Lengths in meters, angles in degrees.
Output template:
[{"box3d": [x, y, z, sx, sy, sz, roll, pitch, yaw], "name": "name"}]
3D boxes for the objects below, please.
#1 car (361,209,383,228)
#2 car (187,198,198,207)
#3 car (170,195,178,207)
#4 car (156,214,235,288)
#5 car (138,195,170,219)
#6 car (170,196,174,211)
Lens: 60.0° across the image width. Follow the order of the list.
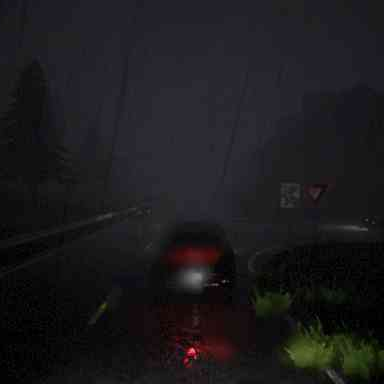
[{"box3d": [12.667, 1.507, 20.326, 4.181, 1.385, 1.994, 0, 0, 0], "name": "car"}, {"box3d": [0.069, 1.728, 57.701, 2.128, 1.511, 4.902, 0, 0, 0], "name": "car"}, {"box3d": [-3.535, 1.451, 57.489, 2.150, 2.045, 5.566, 0, 0, 0], "name": "car"}, {"box3d": [0.084, 1.543, 9.326, 1.837, 1.490, 4.892, 0, 0, 0], "name": "car"}, {"box3d": [-3.608, 1.349, 31.040, 2.150, 2.045, 5.566, 0, 0, 0], "name": "car"}, {"box3d": [-3.613, 1.647, 41.177, 1.882, 1.535, 5.008, 0, 0, 0], "name": "car"}]
